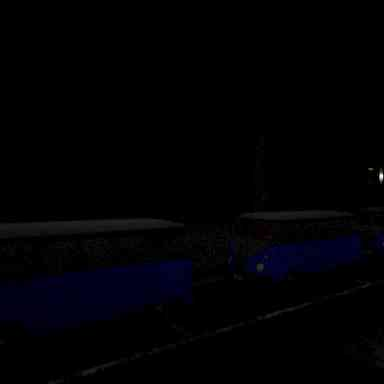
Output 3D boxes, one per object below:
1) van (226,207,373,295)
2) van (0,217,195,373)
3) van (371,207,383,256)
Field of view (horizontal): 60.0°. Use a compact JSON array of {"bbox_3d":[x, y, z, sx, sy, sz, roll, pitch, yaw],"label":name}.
[{"bbox_3d":[2.723,1.379,8.579,3.998,1.788,1.690,0,0,-35],"label":"van"},{"bbox_3d":[-1.855,1.349,5.322,3.998,1.788,1.690,0,0,-35],"label":"van"},{"bbox_3d":[7.300,1.409,11.837,3.998,1.788,1.690,0,0,-35],"label":"van"}]
